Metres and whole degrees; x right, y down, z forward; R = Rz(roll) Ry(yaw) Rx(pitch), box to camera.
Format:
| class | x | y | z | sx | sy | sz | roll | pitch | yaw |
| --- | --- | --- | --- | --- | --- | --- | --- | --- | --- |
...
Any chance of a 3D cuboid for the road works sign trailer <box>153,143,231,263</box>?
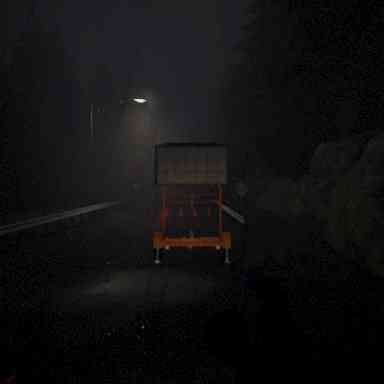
| class | x | y | z | sx | sy | sz | roll | pitch | yaw |
| --- | --- | --- | --- | --- | --- | --- | --- | --- | --- |
| road works sign trailer | 0.005 | 0.202 | 10.886 | 2.380 | 3.560 | 2.880 | 0 | 1 | 0 |

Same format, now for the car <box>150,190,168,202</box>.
| class | x | y | z | sx | sy | sz | roll | pitch | yaw |
| --- | --- | --- | --- | --- | --- | --- | --- | --- | --- |
| car | -4.233 | 0.455 | 42.964 | 1.882 | 1.535 | 5.008 | 0 | 1 | 0 |
